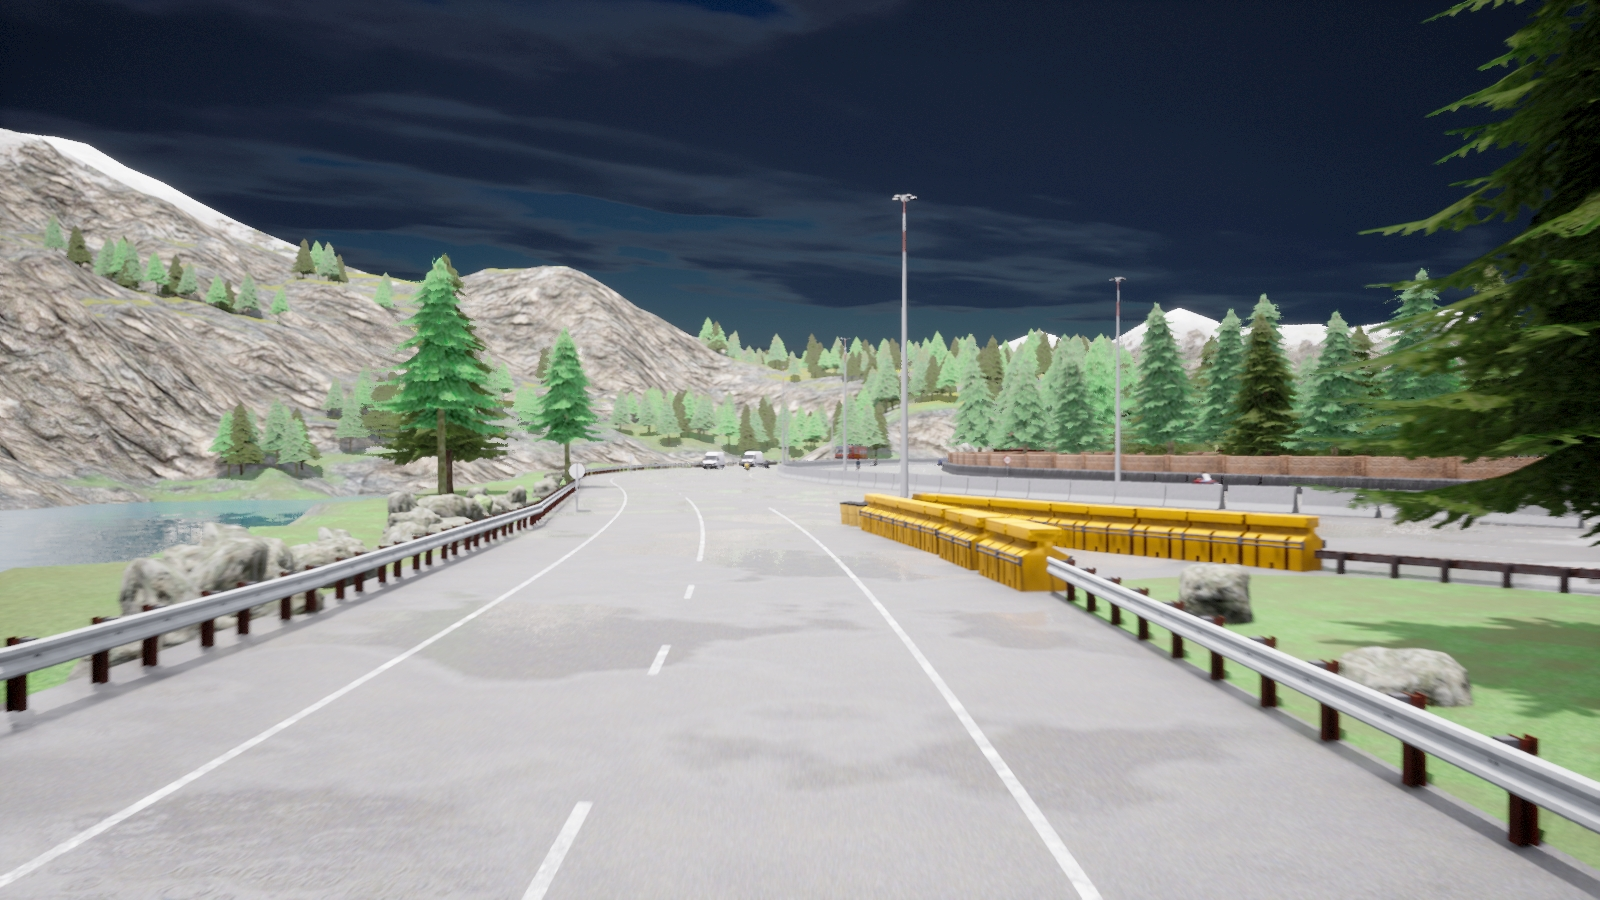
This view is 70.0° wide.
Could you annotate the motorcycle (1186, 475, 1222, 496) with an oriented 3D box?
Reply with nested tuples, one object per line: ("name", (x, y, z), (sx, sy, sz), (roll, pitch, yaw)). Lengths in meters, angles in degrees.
("motorcycle", (24.546, 2.173, 69.420), (0.803, 1.217, 2.033), (2, -1, -26))
